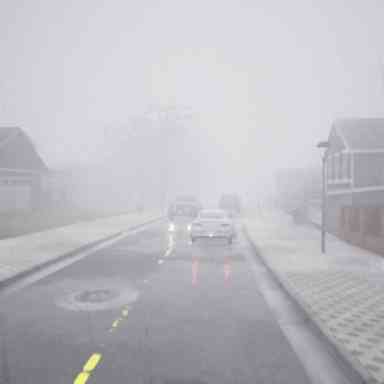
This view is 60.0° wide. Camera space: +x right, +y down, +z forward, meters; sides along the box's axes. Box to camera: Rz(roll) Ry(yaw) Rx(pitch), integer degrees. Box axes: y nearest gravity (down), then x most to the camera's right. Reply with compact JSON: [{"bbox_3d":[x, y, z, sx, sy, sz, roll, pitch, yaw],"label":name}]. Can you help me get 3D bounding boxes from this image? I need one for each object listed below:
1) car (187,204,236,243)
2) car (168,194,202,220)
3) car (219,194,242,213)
[{"bbox_3d":[1.002,1.520,16.057,1.812,1.442,4.674,0,0,5],"label":"car"},{"bbox_3d":[-0.460,1.207,27.566,2.150,2.045,5.566,0,0,9],"label":"car"},{"bbox_3d":[4.389,1.241,37.645,2.150,2.045,5.566,0,0,12],"label":"car"}]
